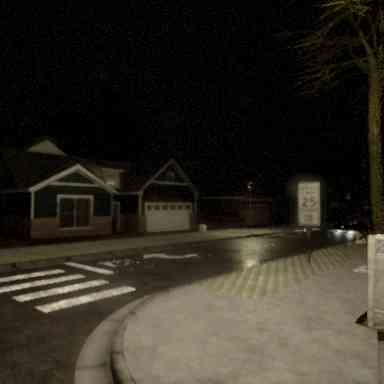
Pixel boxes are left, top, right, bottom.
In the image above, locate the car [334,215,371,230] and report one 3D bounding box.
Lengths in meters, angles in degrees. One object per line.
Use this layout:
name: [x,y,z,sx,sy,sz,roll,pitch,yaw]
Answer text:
car: [16.056,2.961,33.054,5.357,1.411,2.033,3,-3,-44]
